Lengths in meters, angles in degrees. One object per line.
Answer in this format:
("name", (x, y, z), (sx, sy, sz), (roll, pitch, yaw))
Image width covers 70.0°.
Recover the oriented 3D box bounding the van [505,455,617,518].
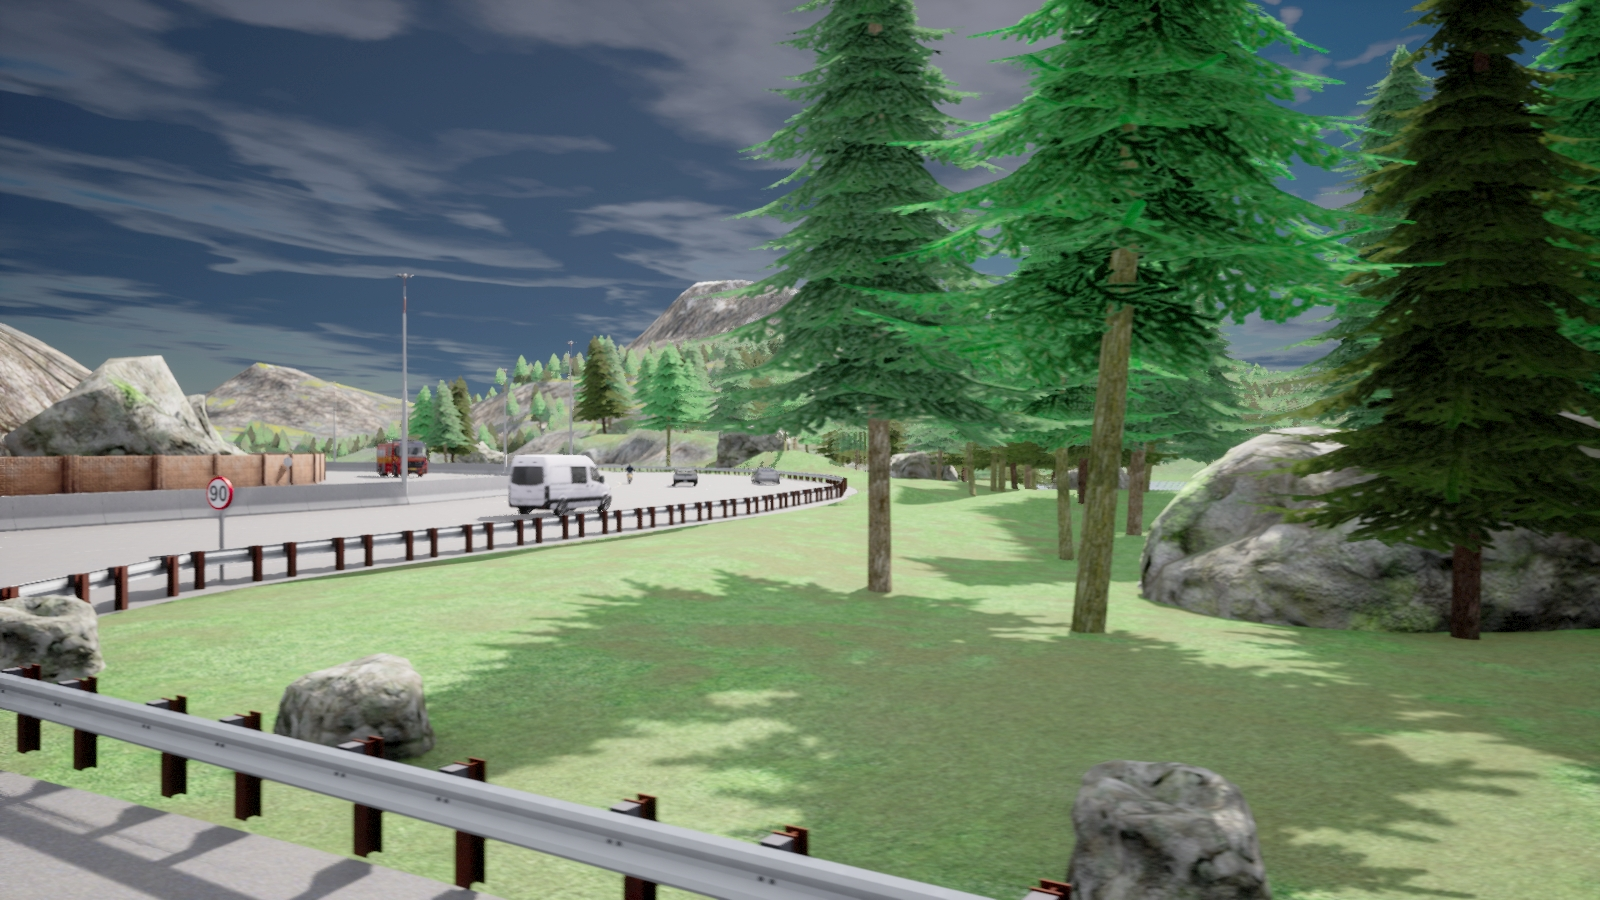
("van", (-10.352, 1.503, 50.066), (1.988, 2.561, 5.915), (0, 0, 19))
